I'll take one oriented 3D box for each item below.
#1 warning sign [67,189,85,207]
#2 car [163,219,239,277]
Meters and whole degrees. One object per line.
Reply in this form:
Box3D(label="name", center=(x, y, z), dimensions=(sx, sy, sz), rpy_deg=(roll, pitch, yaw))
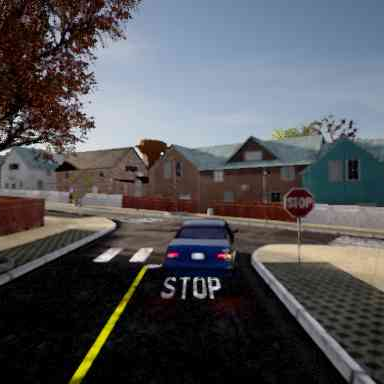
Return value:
Box3D(label="warning sign", center=(-12.310, 0.609, 35.348), dimensions=(1.060, 1.860, 1.300), rpy_deg=(-1, 1, 32))
Box3D(label="car", center=(0.429, 1.525, 10.170), dimensions=(2.033, 1.411, 5.357), rpy_deg=(0, 0, 7))
